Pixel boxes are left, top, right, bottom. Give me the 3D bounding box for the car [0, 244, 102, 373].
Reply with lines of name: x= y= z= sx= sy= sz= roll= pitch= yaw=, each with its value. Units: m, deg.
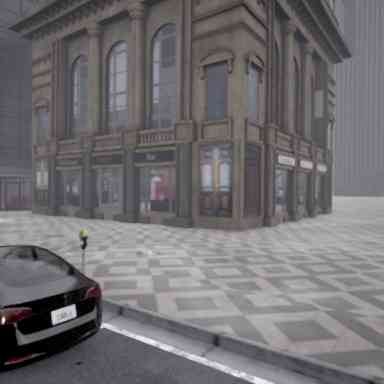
car: x=-3.257 y=1.515 z=5.279 sx=4.313 sy=1.339 sz=1.947 roll=1 pitch=1 yaw=35
